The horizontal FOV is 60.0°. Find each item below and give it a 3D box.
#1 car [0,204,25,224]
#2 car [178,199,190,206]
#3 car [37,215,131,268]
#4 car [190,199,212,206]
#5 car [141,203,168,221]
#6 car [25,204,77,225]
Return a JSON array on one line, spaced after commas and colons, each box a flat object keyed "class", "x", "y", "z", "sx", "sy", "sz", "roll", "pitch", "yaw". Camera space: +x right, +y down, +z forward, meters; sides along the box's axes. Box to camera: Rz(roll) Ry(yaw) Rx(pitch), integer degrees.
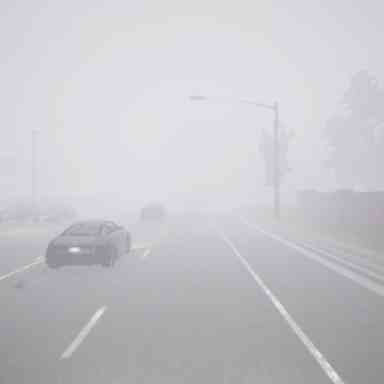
[{"class": "car", "x": -13.948, "y": 1.725, "z": 27.423, "sx": 2.128, "sy": 1.511, "sz": 4.902, "roll": 0, "pitch": -1, "yaw": 2}, {"class": "car", "x": -0.920, "y": 2.103, "z": 66.407, "sx": 1.812, "sy": 1.442, "sz": 4.674, "roll": -1, "pitch": -1, "yaw": 37}, {"class": "car", "x": -3.404, "y": 1.664, "z": 11.664, "sx": 1.994, "sy": 1.385, "sz": 4.181, "roll": 0, "pitch": 0, "yaw": 0}, {"class": "car", "x": 2.113, "y": 2.078, "z": 64.579, "sx": 1.994, "sy": 1.385, "sz": 4.181, "roll": -1, "pitch": -1, "yaw": 38}, {"class": "car", "x": -3.282, "y": 1.729, "z": 29.768, "sx": 1.882, "sy": 1.535, "sz": 5.008, "roll": 0, "pitch": 0, "yaw": 3}, {"class": "car", "x": -10.496, "y": 1.712, "z": 25.849, "sx": 2.128, "sy": 1.511, "sz": 4.902, "roll": 0, "pitch": 0, "yaw": 1}]
